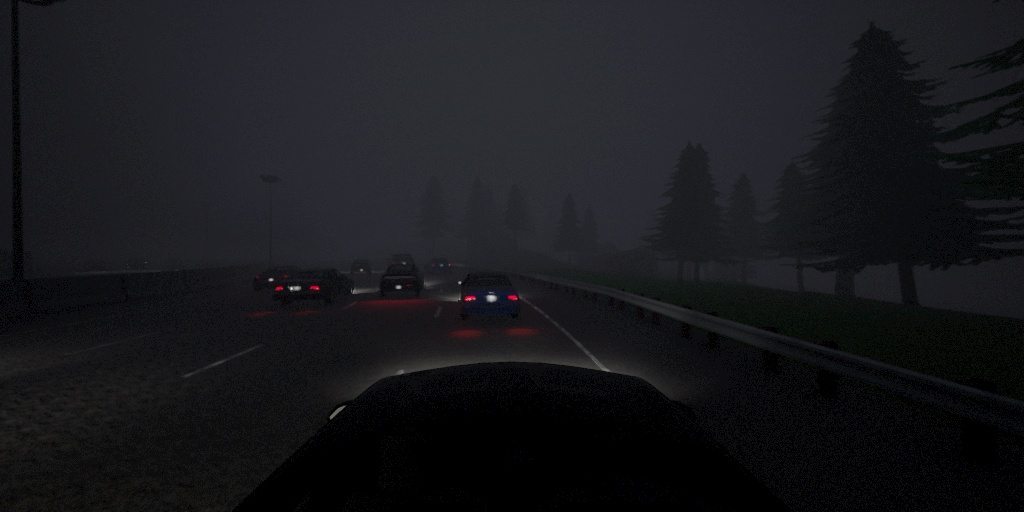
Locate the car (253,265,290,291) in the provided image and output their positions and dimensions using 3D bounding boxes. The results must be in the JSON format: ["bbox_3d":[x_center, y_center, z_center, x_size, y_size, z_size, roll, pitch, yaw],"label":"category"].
[{"bbox_3d":[-13.371,1.233,21.113,1.994,1.385,4.181,0,0,-14],"label":"car"}]

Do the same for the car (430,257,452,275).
[{"bbox_3d":[-7.449,0.905,35.794,2.097,1.767,4.553,0,0,-22],"label":"car"}]

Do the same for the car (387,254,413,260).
[{"bbox_3d":[-11.095,0.788,35.599,2.150,2.045,5.566,0,0,-24],"label":"car"}]

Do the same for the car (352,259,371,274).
[{"bbox_3d":[-15.566,1.079,36.787,1.837,1.490,4.892,0,0,-25],"label":"car"}]

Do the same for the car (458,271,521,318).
[{"bbox_3d":[-0.897,1.229,12.617,2.033,1.411,5.357,0,0,-7],"label":"car"}]

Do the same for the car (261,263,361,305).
[{"bbox_3d":[-8.474,1.235,15.777,2.033,1.411,5.357,0,0,-11],"label":"car"}]

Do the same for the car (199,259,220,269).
[{"bbox_3d":[-41.978,1.143,49.734,1.994,1.385,4.181,-1,1,-45],"label":"car"}]

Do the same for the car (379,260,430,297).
[{"bbox_3d":[-5.519,1.152,18.307,2.128,1.511,4.902,0,0,-11],"label":"car"}]
